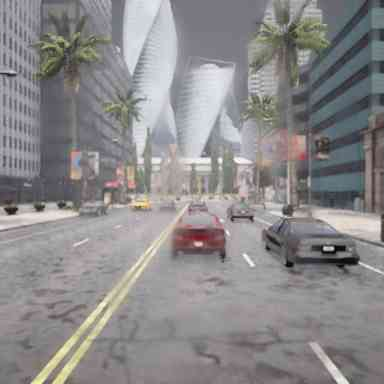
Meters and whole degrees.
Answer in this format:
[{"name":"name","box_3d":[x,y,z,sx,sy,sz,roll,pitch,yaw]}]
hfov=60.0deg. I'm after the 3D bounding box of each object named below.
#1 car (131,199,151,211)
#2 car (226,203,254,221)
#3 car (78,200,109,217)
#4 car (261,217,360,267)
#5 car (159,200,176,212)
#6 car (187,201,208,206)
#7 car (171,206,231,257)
[{"name":"car","box_3d":[-6.454,1.613,42.594,1.882,1.535,5.008,0,0,1]},{"name":"car","box_3d":[3.999,1.644,28.172,2.033,1.411,5.357,0,0,1]},{"name":"car","box_3d":[-9.604,1.582,32.740,2.231,1.521,4.892,0,0,1]},{"name":"car","box_3d":[3.736,1.587,11.480,2.033,1.411,5.357,0,0,1]},{"name":"car","box_3d":[-2.975,1.682,41.623,2.033,1.411,5.357,0,0,1]},{"name":"car","box_3d":[0.584,1.601,33.204,2.128,1.511,4.902,0,0,1]},{"name":"car","box_3d":[0.263,1.521,13.118,1.882,1.535,5.008,0,0,1]}]
